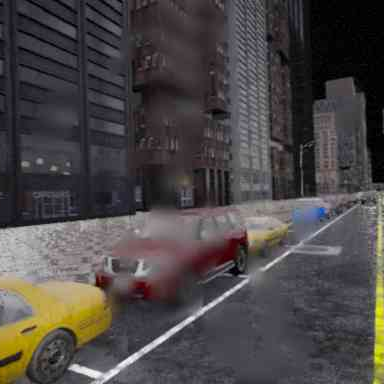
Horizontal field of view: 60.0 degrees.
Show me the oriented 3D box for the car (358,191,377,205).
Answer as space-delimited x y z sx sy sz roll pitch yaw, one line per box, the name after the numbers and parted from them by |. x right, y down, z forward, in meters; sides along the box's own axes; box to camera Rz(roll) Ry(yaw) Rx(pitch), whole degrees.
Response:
28.647 0.921 53.904 2.150 2.045 5.566 -2 -1 29 | car

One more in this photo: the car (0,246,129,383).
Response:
-2.975 1.656 3.455 1.752 1.417 4.829 -2 -1 29 | car

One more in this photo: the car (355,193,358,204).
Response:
27.607 1.339 57.638 1.947 1.339 4.313 -2 -1 29 | car

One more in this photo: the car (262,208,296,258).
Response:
2.570 1.586 13.280 1.752 1.417 4.829 -2 -1 29 | car

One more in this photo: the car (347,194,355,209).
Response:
19.280 1.182 42.904 2.192 1.841 5.009 -2 -1 29 | car

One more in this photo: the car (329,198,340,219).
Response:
10.971 1.511 28.165 2.008 1.369 4.403 -2 -1 29 | car

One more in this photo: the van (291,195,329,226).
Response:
8.192 1.334 23.255 1.690 1.788 3.998 -2 -1 29 | van

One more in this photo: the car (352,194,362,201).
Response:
35.839 1.206 72.227 1.752 1.417 4.829 -2 -1 29 | car

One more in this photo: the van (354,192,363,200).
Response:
38.689 0.990 77.290 1.690 1.788 3.998 -2 -1 29 | van

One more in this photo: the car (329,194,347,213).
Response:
13.735 1.244 33.080 2.192 1.841 5.009 -2 -1 29 | car

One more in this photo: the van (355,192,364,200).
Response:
41.462 0.958 82.202 1.690 1.788 3.998 -2 -1 29 | van

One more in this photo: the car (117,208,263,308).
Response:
-0.126 1.410 8.518 2.192 1.841 5.009 -2 -1 29 | car
